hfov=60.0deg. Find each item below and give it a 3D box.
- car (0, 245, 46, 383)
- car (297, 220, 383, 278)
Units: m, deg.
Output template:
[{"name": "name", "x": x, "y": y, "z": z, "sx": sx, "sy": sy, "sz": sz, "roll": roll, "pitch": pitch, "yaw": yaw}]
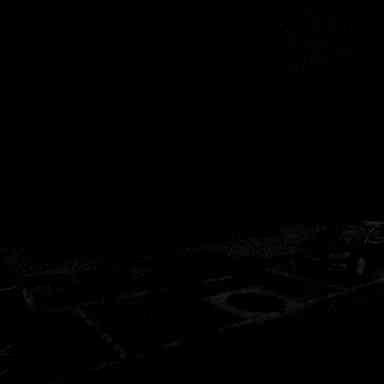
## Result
[{"name": "car", "x": -3.973, "y": 1.438, "z": 3.698, "sx": 4.097, "sy": 1.590, "sz": 1.967, "roll": 0, "pitch": 0, "yaw": -35}, {"name": "car", "x": 5.025, "y": 1.572, "z": 10.113, "sx": 4.403, "sy": 1.369, "sz": 2.008, "roll": 0, "pitch": 0, "yaw": -35}]
